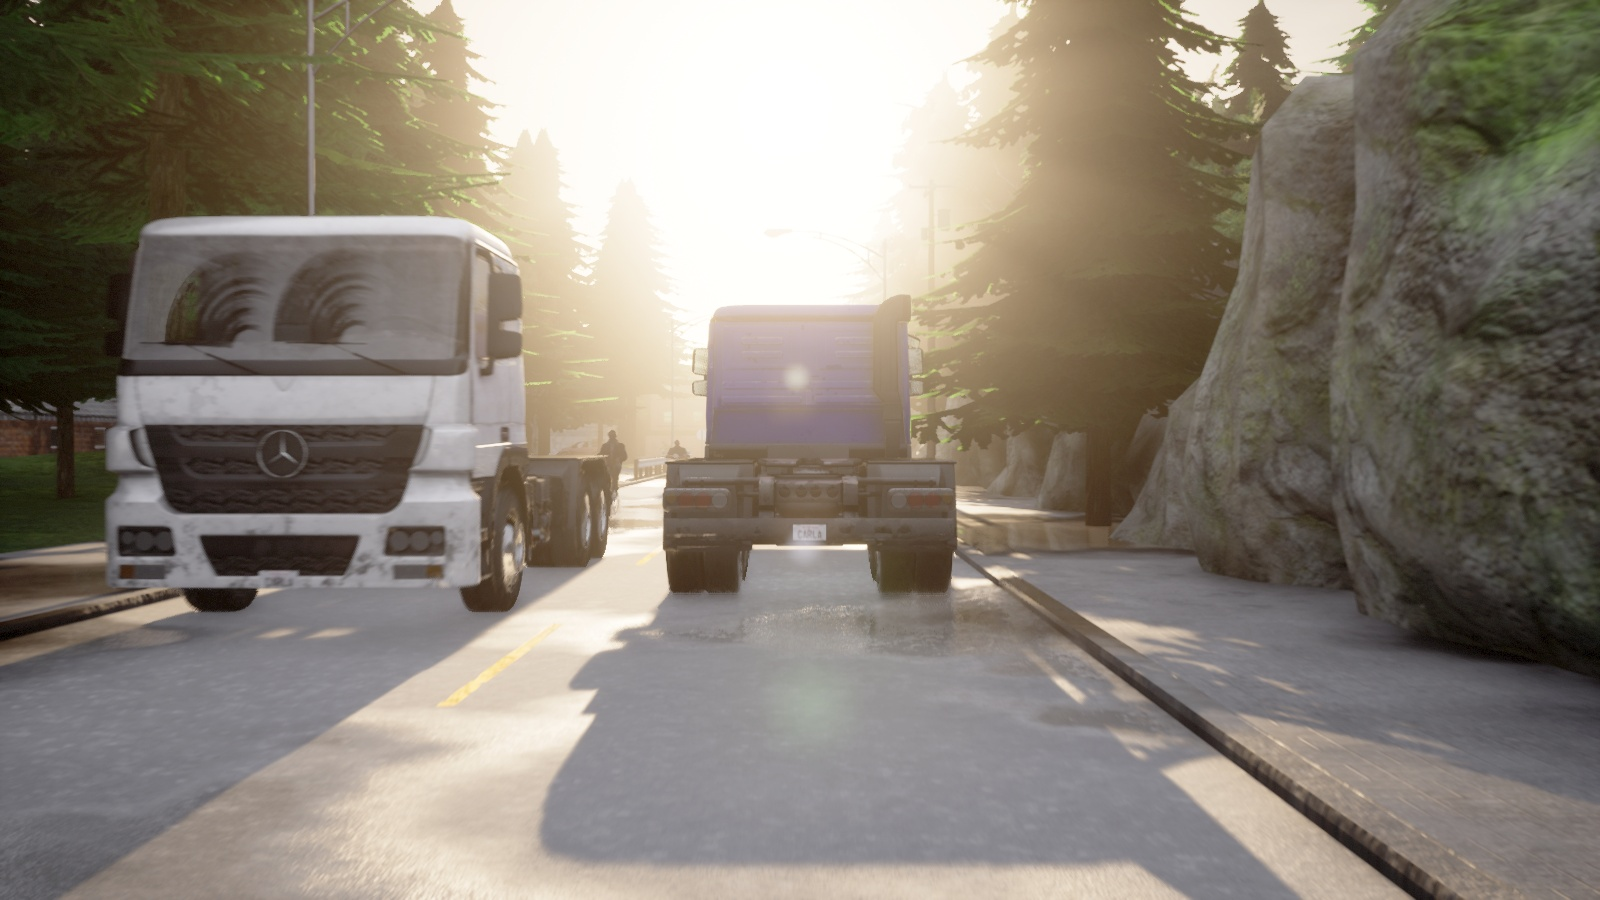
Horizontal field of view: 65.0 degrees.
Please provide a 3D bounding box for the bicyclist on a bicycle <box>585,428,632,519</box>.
[{"bbox_3d":[-3.840,0.460,25.350,0.659,1.776,1.843,0,0,0],"label":"bicyclist on a bicycle"}]

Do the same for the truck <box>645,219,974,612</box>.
[{"bbox_3d":[0.102,-0.327,15.020,2.891,3.462,7.936,0,0,0],"label":"truck"}]

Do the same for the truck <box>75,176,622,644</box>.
[{"bbox_3d":[-3.909,-0.319,13.284,2.891,3.462,7.936,0,0,0],"label":"truck"}]
